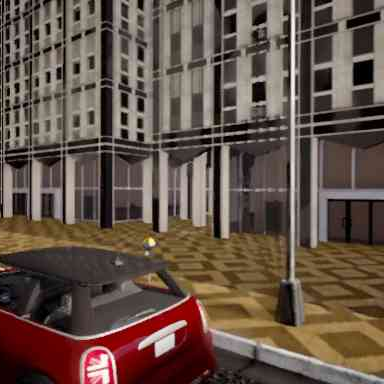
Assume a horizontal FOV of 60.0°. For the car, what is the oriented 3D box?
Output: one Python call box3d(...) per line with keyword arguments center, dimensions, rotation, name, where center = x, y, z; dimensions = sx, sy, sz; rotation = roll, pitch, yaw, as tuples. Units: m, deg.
box3d(center=(-1.828, 1.412, 4.181), dimensions=(4.097, 1.590, 1.967), rotation=(1, 0, 35), name="car")
